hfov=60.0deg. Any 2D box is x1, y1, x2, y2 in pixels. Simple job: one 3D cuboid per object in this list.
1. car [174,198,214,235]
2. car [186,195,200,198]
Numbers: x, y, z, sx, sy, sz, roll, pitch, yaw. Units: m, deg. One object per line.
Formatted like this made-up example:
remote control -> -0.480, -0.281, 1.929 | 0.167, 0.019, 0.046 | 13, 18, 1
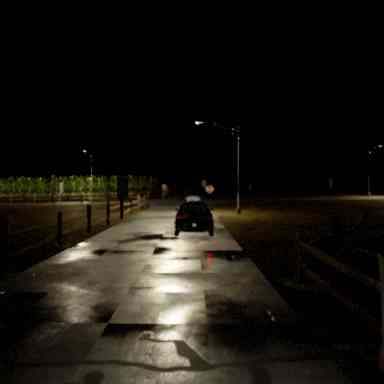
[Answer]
car -> 0.098, 1.290, 17.475 | 1.882, 1.535, 5.008 | 0, 1, 0
car -> 0.096, 1.040, 32.654 | 2.033, 1.411, 5.357 | 0, 1, 0
